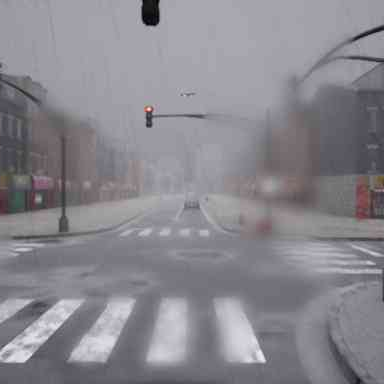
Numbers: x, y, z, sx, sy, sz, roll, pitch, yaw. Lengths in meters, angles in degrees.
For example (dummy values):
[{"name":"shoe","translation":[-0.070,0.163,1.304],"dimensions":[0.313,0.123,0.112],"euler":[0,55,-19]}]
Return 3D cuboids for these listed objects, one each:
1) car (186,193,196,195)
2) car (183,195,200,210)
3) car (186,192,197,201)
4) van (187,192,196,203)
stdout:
[{"name":"car","translation":[-0.045,1.247,43.484],"dimensions":[1.752,1.417,4.829],"euler":[0,0,0]},{"name":"car","translation":[-0.023,1.324,37.709],"dimensions":[1.947,1.339,4.313],"euler":[0,0,0]},{"name":"car","translation":[-0.153,0.874,71.340],"dimensions":[2.192,1.841,5.009],"euler":[0,0,0]},{"name":"van","translation":[-0.110,0.962,60.130],"dimensions":[1.690,1.788,3.998],"euler":[0,0,0]}]
